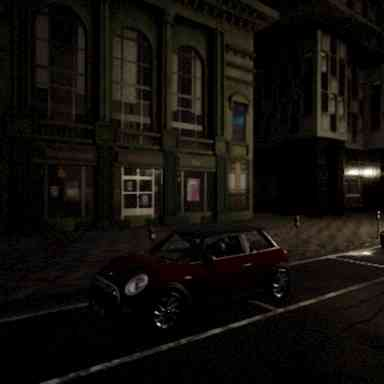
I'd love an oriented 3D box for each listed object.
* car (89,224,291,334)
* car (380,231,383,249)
[{"bbox_3d":[0.081,1.441,6.703,4.097,1.590,1.967,0,0,-36],"label":"car"},{"bbox_3d":[9.256,1.572,13.249,4.313,1.339,1.947,0,0,-36],"label":"car"}]
